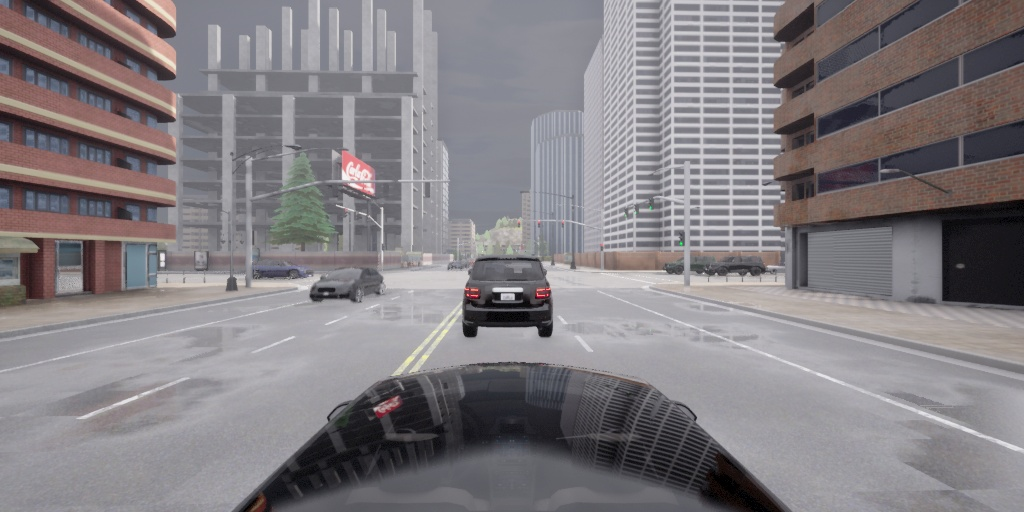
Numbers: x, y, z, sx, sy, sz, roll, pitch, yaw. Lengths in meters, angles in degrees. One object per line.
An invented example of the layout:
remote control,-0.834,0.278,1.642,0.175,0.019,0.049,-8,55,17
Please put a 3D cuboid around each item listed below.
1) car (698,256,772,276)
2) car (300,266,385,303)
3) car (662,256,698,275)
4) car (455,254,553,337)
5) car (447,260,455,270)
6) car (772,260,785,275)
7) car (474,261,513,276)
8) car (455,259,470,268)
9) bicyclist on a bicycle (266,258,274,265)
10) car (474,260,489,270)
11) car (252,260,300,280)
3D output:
car,21.996,0.971,35.550,5.566,2.045,2.150,0,0,-2
car,-7.394,1.257,16.586,1.837,1.490,4.892,0,-1,-1
car,19.385,0.972,38.980,5.566,2.045,2.150,0,0,-1
car,-0.120,0.971,10.397,2.150,2.045,5.566,0,0,-1
car,-8.112,1.313,51.790,1.994,1.385,4.181,0,0,-1
car,29.515,1.351,39.231,4.718,1.301,1.895,0,0,-1
car,-1.918,1.297,39.649,2.033,1.411,5.357,0,0,25
car,-8.272,1.255,60.361,1.837,1.490,4.892,0,0,-1
bicyclist on a bicycle,-28.705,1.051,42.519,0.582,1.620,1.656,0,0,-1
car,-4.666,1.314,54.620,1.994,1.385,4.181,0,0,-1
car,-19.670,1.102,30.818,4.553,1.767,2.097,0,0,-2
